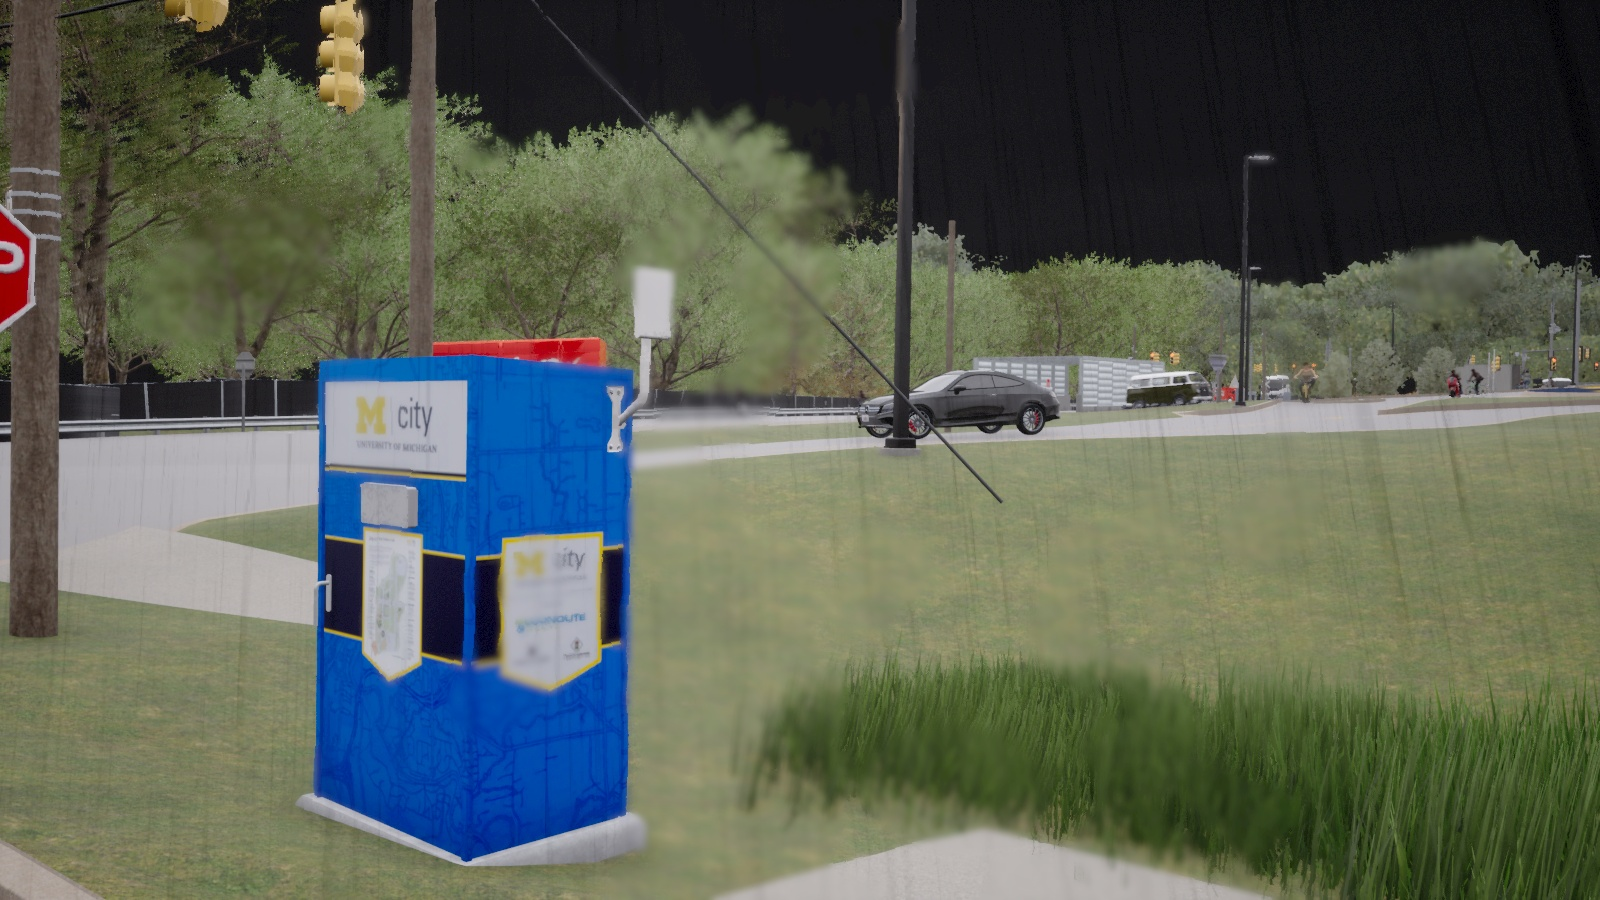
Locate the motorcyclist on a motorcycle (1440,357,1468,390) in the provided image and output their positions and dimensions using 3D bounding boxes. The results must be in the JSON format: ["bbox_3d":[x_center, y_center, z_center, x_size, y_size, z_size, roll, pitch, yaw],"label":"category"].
[{"bbox_3d":[31.714,-3.716,60.851,0.797,1.523,2.044,-4,1,36],"label":"motorcyclist on a motorcycle"}]

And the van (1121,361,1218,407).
[{"bbox_3d":[19.995,-3.557,68.095,2.069,2.038,4.480,-4,0,-42],"label":"van"}]

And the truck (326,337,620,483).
[{"bbox_3d":[-6.408,-0.795,25.299,5.204,2.467,2.627,-4,1,-4],"label":"truck"}]

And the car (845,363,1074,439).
[{"bbox_3d":[3.504,-1.083,27.466,4.674,1.442,1.812,-3,3,-24],"label":"car"}]
